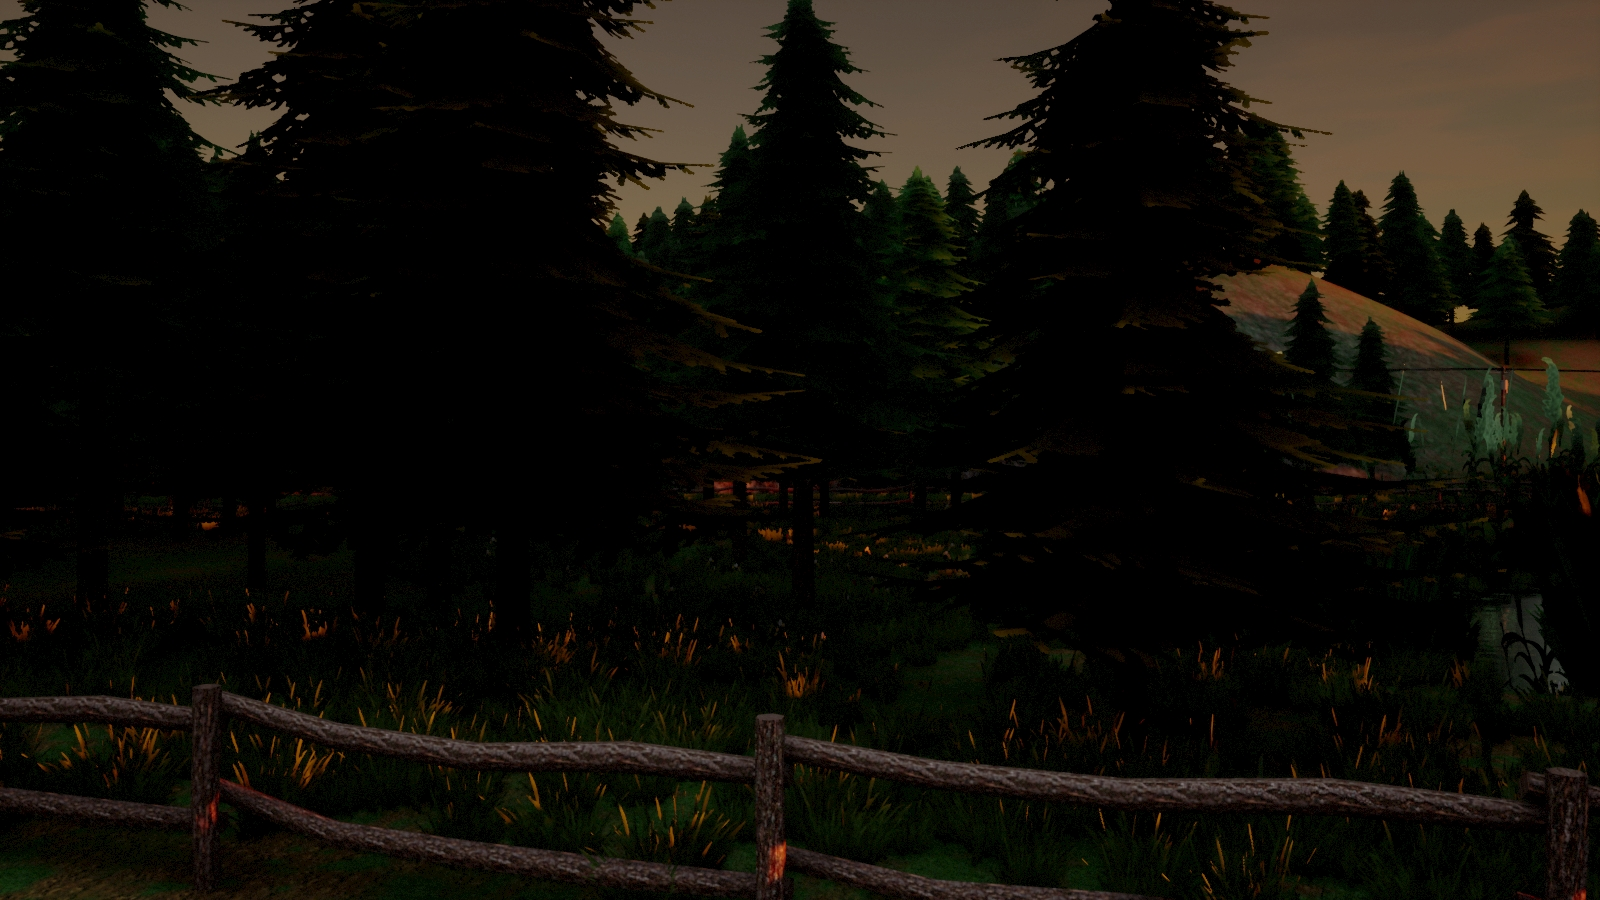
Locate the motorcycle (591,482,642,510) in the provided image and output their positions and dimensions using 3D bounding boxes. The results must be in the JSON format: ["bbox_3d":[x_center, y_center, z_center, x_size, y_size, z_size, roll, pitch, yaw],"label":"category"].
[{"bbox_3d":[-8.702,2.178,54.116,2.209,1.251,0.867,0,0,14],"label":"motorcycle"}]
